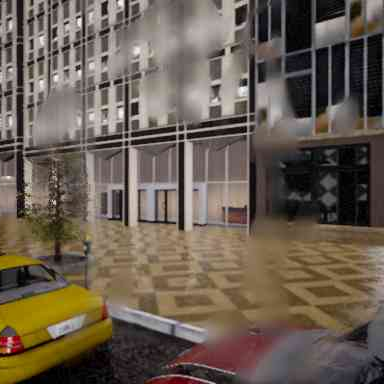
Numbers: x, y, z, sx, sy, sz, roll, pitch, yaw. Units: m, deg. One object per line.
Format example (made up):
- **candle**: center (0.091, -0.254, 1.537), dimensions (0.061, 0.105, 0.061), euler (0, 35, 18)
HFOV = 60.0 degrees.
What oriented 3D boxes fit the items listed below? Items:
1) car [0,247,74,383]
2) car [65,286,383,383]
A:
- **car**: center (-3.352, 1.571, 5.265), dimensions (4.829, 1.417, 1.752), euler (-1, 0, 36)
- **car**: center (1.407, 1.439, 1.859), dimensions (4.097, 1.590, 1.967), euler (-1, 0, 36)
